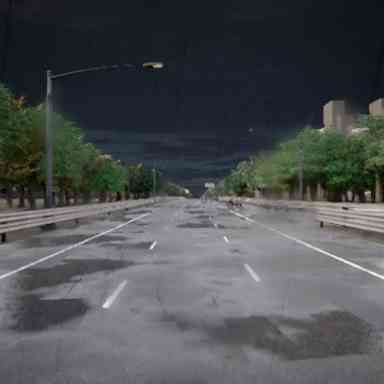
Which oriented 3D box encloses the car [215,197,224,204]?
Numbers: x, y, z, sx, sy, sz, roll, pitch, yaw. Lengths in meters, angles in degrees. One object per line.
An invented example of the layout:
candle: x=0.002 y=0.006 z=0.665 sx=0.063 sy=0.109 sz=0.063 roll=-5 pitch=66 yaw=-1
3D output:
car: x=7.023 y=2.021 z=76.014 sx=1.895 sy=1.301 sz=4.718 roll=0 pitch=0 yaw=0

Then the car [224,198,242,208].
car: x=7.316 y=1.787 z=57.573 sx=1.837 sy=1.490 sz=4.892 roll=0 pitch=0 yaw=-6

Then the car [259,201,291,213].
car: x=10.035 y=1.808 z=40.713 sx=1.895 sy=1.301 sz=4.718 roll=0 pitch=0 yaw=-15

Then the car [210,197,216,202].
car: x=7.065 y=2.144 z=94.927 sx=2.128 sy=1.511 sz=4.902 roll=0 pitch=-1 yaw=0
